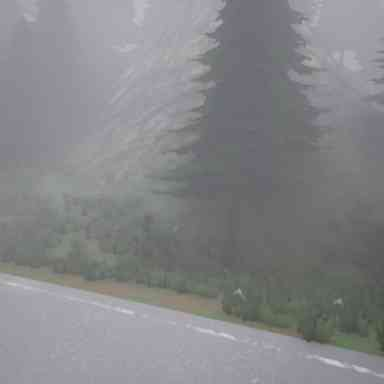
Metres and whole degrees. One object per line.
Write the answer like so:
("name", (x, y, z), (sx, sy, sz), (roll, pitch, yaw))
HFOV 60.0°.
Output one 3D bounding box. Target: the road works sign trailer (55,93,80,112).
("road works sign trailer", (-10.945, -8.657, 27.378), (2.380, 3.560, 2.880), (-13, 13, 31))
